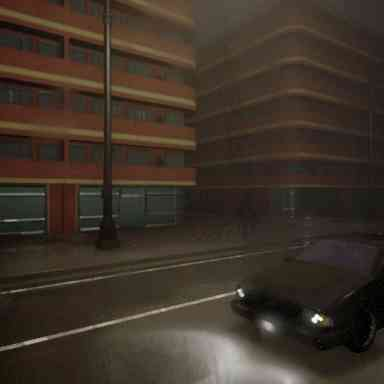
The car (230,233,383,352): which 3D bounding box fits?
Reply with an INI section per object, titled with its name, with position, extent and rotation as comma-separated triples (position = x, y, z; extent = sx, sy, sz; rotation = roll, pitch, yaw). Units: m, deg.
[car]
position = 3.253, 1.544, 6.354
extent = 5.357, 1.411, 2.033
rotation = 0, 0, -36
